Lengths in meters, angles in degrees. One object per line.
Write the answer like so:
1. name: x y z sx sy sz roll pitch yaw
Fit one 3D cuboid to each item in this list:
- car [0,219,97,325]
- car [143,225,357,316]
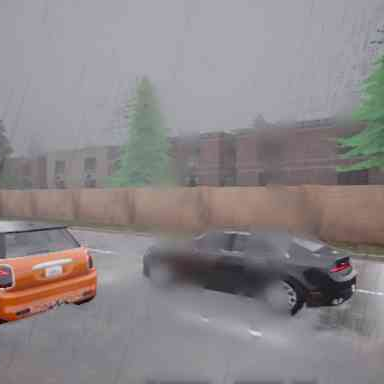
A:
1. car: -4.085 1.376 6.908 4.553 1.767 2.097 0 0 36
2. car: 1.022 1.518 7.565 4.892 1.490 1.837 0 0 36
